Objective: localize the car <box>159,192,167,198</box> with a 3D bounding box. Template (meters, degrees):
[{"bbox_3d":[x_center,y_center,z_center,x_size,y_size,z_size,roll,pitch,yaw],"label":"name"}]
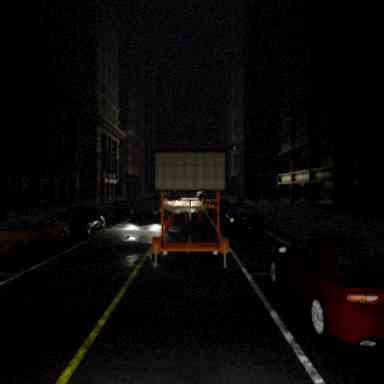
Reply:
[{"bbox_3d":[-6.058,0.912,56.988,2.192,1.841,5.009,0,0,0],"label":"car"}]

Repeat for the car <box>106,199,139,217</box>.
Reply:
[{"bbox_3d":[-5.911,1.351,28.809,1.947,1.339,4.313,0,0,0],"label":"car"}]

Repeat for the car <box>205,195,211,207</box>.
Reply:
[{"bbox_3d":[2.584,1.329,34.506,1.802,1.307,4.206,0,0,0],"label":"car"}]

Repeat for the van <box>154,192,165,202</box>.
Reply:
[{"bbox_3d":[-6.087,0.902,62.625,1.690,1.788,3.998,0,0,0],"label":"van"}]

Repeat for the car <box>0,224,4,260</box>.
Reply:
[{"bbox_3d":[-5.794,1.516,6.263,1.947,1.339,4.313,0,0,0],"label":"car"}]

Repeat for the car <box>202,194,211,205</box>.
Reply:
[{"bbox_3d":[2.555,1.260,40.142,2.008,1.369,4.403,0,0,0],"label":"car"}]

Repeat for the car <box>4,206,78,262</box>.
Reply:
[{"bbox_3d":[-5.822,1.434,11.729,1.752,1.417,4.829,0,0,0],"label":"car"}]

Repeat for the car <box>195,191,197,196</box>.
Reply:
[{"bbox_3d":[2.320,0.949,85.400,1.752,1.417,4.829,0,0,0],"label":"car"}]

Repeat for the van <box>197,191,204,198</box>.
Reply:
[{"bbox_3d":[2.291,0.733,90.864,1.690,1.788,3.998,0,0,0],"label":"van"}]

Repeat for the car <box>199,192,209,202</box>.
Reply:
[{"bbox_3d":[2.497,1.179,51.413,1.887,1.381,4.507,0,0,0],"label":"car"}]

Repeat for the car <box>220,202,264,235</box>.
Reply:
[{"bbox_3d":[2.672,1.417,17.597,2.008,1.369,4.403,0,0,0],"label":"car"}]

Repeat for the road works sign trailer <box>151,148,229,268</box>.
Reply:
[{"bbox_3d":[-0.054,0.380,10.960,2.380,3.560,2.880,0,0,0],"label":"road works sign trailer"}]

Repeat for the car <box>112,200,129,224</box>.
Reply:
[{"bbox_3d":[-5.881,1.407,23.173,1.802,1.307,4.206,0,0,0],"label":"car"}]

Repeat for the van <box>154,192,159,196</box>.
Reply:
[{"bbox_3d":[-5.999,1.012,45.716,1.690,1.788,3.998,0,0,0],"label":"van"}]

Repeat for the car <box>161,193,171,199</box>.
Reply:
[{"bbox_3d":[-6.175,1.002,79.536,1.887,1.381,4.507,0,0,0],"label":"car"}]

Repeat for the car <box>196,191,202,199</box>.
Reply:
[{"bbox_3d":[2.437,0.877,62.684,2.192,1.841,5.009,0,0,0],"label":"car"}]

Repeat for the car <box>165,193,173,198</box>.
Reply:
[{"bbox_3d":[-6.233,0.957,90.809,1.947,1.339,4.313,0,0,0],"label":"car"}]

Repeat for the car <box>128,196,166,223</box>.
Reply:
[{"bbox_3d":[-3.223,1.296,24.161,1.882,1.535,5.008,0,0,0],"label":"car"}]

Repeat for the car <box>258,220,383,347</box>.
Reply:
[{"bbox_3d":[2.731,1.495,6.325,1.887,1.381,4.507,0,0,0],"label":"car"}]

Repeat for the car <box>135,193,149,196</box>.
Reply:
[{"bbox_3d":[-5.941,1.187,34.445,1.967,1.590,4.097,0,0,0],"label":"car"}]

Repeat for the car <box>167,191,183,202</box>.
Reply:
[{"bbox_3d":[-3.356,0.780,64.352,2.150,2.045,5.566,0,0,0],"label":"car"}]

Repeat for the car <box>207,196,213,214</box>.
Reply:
[{"bbox_3d":[2.614,1.337,28.869,2.008,1.369,4.403,0,0,0],"label":"car"}]

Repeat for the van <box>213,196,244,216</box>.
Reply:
[{"bbox_3d":[2.643,1.167,23.232,1.690,1.788,3.998,0,0,0],"label":"van"}]

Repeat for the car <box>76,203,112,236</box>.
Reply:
[{"bbox_3d":[-5.852,1.432,17.536,1.947,1.339,4.313,0,0,0],"label":"car"}]

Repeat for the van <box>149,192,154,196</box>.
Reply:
[{"bbox_3d":[-5.970,1.049,40.080,1.690,1.788,3.998,0,0,0],"label":"van"}]
